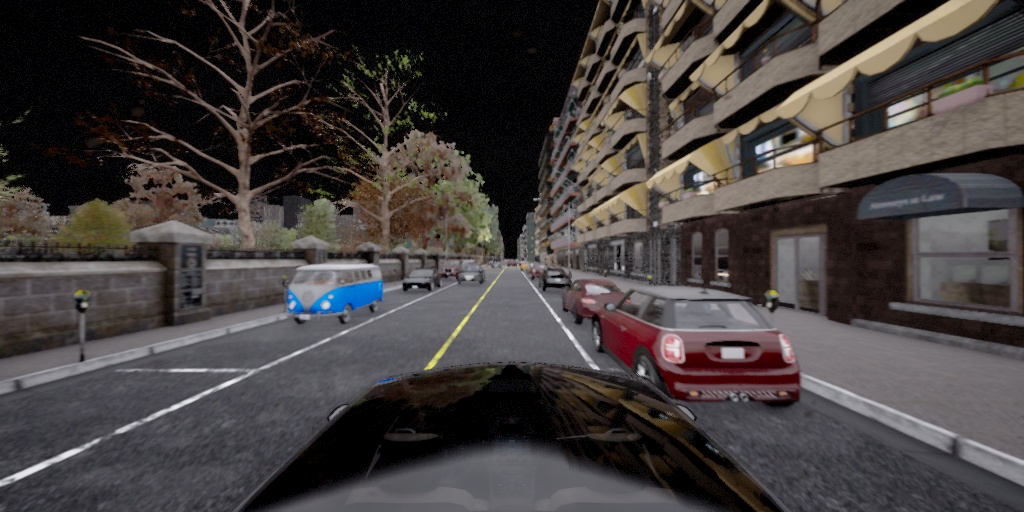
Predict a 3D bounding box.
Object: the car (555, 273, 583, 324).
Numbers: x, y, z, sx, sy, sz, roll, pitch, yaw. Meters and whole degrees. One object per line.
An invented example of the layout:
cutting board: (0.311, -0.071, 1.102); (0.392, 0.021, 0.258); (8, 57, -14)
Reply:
car: (2.695, 1.401, 11.936); (1.802, 1.307, 4.207); (0, 0, 0)

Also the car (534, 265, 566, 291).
car: (2.699, 1.461, 23.196); (1.948, 1.339, 4.313); (0, 0, 0)

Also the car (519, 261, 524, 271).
car: (2.371, 1.626, 59.563); (1.801, 1.575, 5.366); (0, 0, 0)

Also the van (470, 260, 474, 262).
van: (-5.673, 1.402, 45.717); (1.690, 1.789, 3.998); (0, 0, 0)

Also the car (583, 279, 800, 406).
car: (2.693, 1.221, 6.305); (1.967, 1.591, 4.097); (0, 0, 0)

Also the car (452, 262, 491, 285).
car: (-3.088, 1.423, 28.188); (2.128, 1.511, 4.902); (0, 0, 0)

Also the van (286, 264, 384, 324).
van: (-5.685, 1.160, 11.938); (1.690, 1.789, 3.998); (0, 0, 0)

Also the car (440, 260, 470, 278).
car: (-5.677, 1.291, 34.458); (2.192, 1.841, 5.009); (0, 0, 0)

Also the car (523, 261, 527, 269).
car: (2.708, 1.586, 45.885); (1.751, 1.417, 4.829); (0, 0, 0)

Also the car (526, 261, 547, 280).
car: (2.703, 1.416, 34.455); (1.967, 1.591, 4.097); (0, 0, 0)

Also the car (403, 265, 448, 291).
car: (-5.682, 1.462, 23.199); (1.948, 1.339, 4.313); (0, 0, 0)
